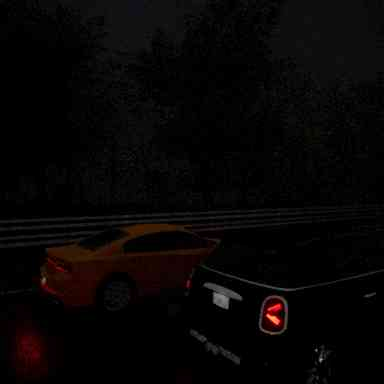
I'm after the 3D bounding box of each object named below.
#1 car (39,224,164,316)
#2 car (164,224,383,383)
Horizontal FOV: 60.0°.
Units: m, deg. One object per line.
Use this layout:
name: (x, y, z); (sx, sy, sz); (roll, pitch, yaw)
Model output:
car: (-0.717, 1.469, 7.582); (5.008, 1.535, 1.882); (0, 0, -35)
car: (2.096, 1.348, 5.279); (4.553, 1.767, 2.097); (0, 0, -35)
